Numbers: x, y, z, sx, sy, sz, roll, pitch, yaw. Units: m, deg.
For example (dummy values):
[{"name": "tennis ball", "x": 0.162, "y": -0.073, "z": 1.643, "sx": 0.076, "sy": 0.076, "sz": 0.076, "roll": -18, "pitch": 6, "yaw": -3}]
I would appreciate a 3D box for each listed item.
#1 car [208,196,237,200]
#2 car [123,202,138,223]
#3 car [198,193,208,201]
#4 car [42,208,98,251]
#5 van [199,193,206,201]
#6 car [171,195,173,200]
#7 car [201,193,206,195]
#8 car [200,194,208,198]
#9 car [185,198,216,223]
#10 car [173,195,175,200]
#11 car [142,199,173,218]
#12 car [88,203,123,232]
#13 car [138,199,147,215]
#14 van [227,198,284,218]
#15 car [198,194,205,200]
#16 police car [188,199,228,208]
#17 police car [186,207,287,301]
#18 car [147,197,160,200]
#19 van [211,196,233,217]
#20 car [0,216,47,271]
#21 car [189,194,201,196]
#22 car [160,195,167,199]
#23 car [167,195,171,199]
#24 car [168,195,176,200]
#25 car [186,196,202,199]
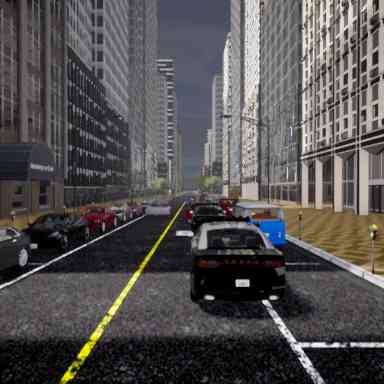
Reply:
[{"name": "car", "x": 2.692, "y": 1.304, "z": 25.422, "sx": 2.192, "sy": 1.841, "sz": 5.009, "roll": -1, "pitch": 0, "yaw": 0}, {"name": "car", "x": -5.687, "y": 1.540, "z": 25.426, "sx": 2.008, "sy": 1.369, "sz": 4.403, "roll": -1, "pitch": 0, "yaw": 0}, {"name": "car", "x": 2.719, "y": 1.276, "z": 82.259, "sx": 2.192, "sy": 1.841, "sz": 5.009, "roll": -1, "pitch": 0, "yaw": 0}, {"name": "car", "x": -5.692, "y": 1.560, "z": 14.059, "sx": 1.947, "sy": 1.339, "sz": 4.313, "roll": -1, "pitch": 0, "yaw": 0}, {"name": "van", "x": 2.722, "y": 1.299, "z": 87.942, "sx": 1.690, "sy": 1.788, "sz": 3.998, "roll": -1, "pitch": 0, "yaw": 0}, {"name": "car", "x": -5.665, "y": 1.408, "z": 70.895, "sx": 1.967, "sy": 1.590, "sz": 4.097, "roll": -1, "pitch": 0, "yaw": 0}, {"name": "car", "x": 2.716, "y": 1.280, "z": 76.575, "sx": 2.192, "sy": 1.841, "sz": 5.009, "roll": -1, "pitch": 0, "yaw": 0}, {"name": "car", "x": 2.708, "y": 1.527, "z": 53.840, "sx": 2.008, "sy": 1.369, "sz": 4.403, "roll": -1, "pitch": 0, "yaw": 0}, {"name": "car", "x": 0.654, "y": 1.467, "z": 24.501, "sx": 1.882, "sy": 1.535, "sz": 5.008, "roll": 0, "pitch": 0, "yaw": 7}, {"name": "car", "x": -5.659, "y": 1.487, "z": 82.093, "sx": 1.752, "sy": 1.417, "sz": 4.829, "roll": -1, "pitch": 0, "yaw": 0}, {"name": "car", "x": -2.984, "y": 1.588, "z": 29.993, "sx": 1.895, "sy": 1.301, "sz": 4.718, "roll": 0, "pitch": 0, "yaw": 0}, {"name": "car", "x": -5.689, "y": 1.536, "z": 19.742, "sx": 1.887, "sy": 1.381, "sz": 4.507, "roll": -1, "pitch": 0, "yaw": 0}, {"name": "car", "x": -5.684, "y": 1.569, "z": 31.110, "sx": 1.802, "sy": 1.307, "sz": 4.206, "roll": -1, "pitch": 0, "yaw": 0}, {"name": "van", "x": 2.686, "y": 1.335, "z": 14.054, "sx": 1.690, "sy": 1.788, "sz": 3.998, "roll": -1, "pitch": 0, "yaw": 0}, {"name": "car", "x": 2.726, "y": 1.395, "z": 93.626, "sx": 1.967, "sy": 1.590, "sz": 4.097, "roll": -1, "pitch": 0, "yaw": 0}, {"name": "police car", "x": 0.908, "y": 1.417, "z": 18.512, "sx": 1.930, "sy": 1.638, "sz": 5.238, "roll": 0, "pitch": 0, "yaw": 0}, {"name": "police car", "x": 0.903, "y": 1.422, "z": 8.511, "sx": 1.930, "sy": 1.638, "sz": 5.238, "roll": 0, "pitch": 0, "yaw": 0}, {"name": "car", "x": -5.679, "y": 1.532, "z": 42.477, "sx": 2.008, "sy": 1.369, "sz": 4.403, "roll": -1, "pitch": 0, "yaw": 0}, {"name": "van", "x": 2.695, "y": 1.328, "z": 31.105, "sx": 1.690, "sy": 1.788, "sz": 3.998, "roll": -1, "pitch": 0, "yaw": 0}, {"name": "car", "x": -5.695, "y": 1.547, "z": 8.375, "sx": 2.008, "sy": 1.369, "sz": 4.403, "roll": -1, "pitch": 0, "yaw": 0}, {"name": "car", "x": 0.028, "y": 1.325, "z": 59.385, "sx": 2.097, "sy": 1.767, "sz": 4.553, "roll": 0, "pitch": 0, "yaw": 0}, {"name": "car", "x": -5.673, "y": 1.527, "z": 53.844, "sx": 2.008, "sy": 1.369, "sz": 4.403, "roll": -1, "pitch": 0, "yaw": 0}, {"name": "car", "x": -5.667, "y": 1.552, "z": 65.211, "sx": 1.802, "sy": 1.307, "sz": 4.206, "roll": -1, "pitch": 0, "yaw": 0}, {"name": "car", "x": -5.654, "y": 1.521, "z": 93.630, "sx": 1.947, "sy": 1.339, "sz": 4.313, "roll": -1, "pitch": 0, "yaw": 0}, {"name": "car", "x": 0.037, "y": 1.581, "z": 45.984, "sx": 1.895, "sy": 1.301, "sz": 4.718, "roll": 0, "pitch": 0, "yaw": 1}]
